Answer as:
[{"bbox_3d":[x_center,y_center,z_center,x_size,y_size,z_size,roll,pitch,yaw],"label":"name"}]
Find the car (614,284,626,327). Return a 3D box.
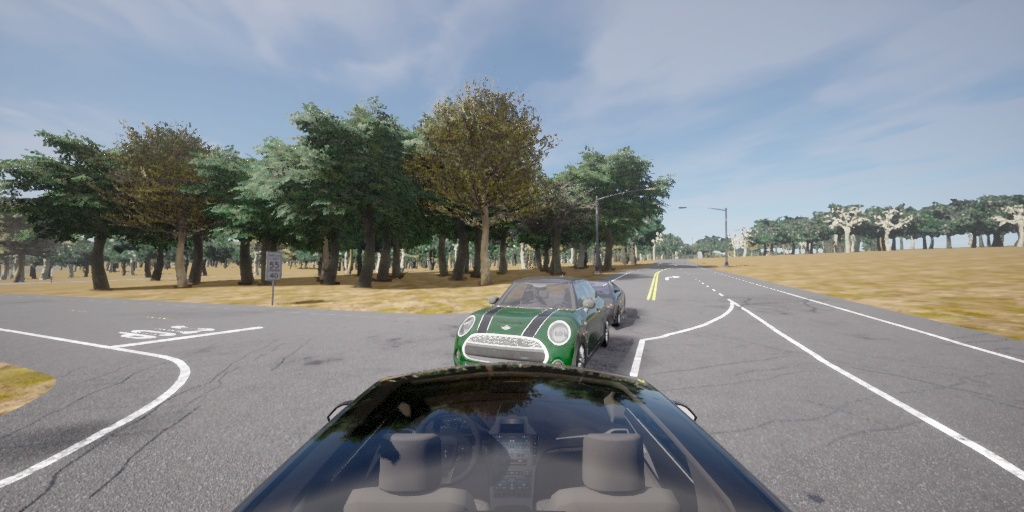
[{"bbox_3d":[2.920,1.554,12.833,1.994,1.385,4.181,-2,0,22],"label":"car"}]

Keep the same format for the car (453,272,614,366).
[{"bbox_3d":[0.690,1.222,7.402,2.097,1.767,4.553,-1,-2,22],"label":"car"}]
